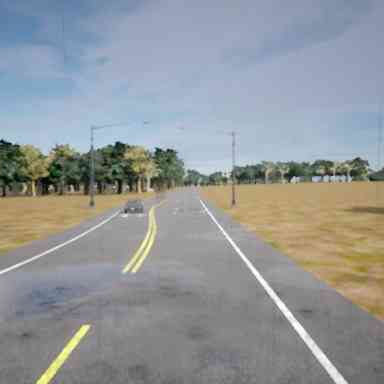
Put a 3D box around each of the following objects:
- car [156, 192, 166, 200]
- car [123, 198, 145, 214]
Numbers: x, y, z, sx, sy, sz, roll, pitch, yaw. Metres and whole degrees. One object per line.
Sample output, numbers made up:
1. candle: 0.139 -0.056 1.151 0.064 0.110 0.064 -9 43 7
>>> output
1. car: -7.009 0.850 74.553 1.882 1.535 5.008 0 1 0
2. car: -5.876 1.378 33.923 1.837 1.490 4.892 0 0 -6
